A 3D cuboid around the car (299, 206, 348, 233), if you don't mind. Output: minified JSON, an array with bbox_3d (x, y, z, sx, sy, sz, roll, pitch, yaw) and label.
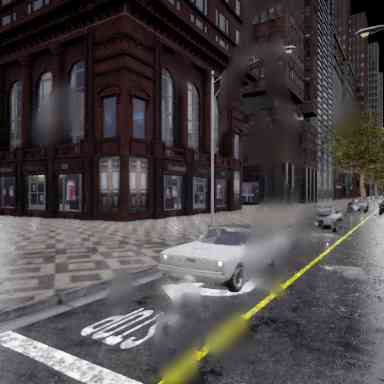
[{"bbox_3d":[7.915,1.580,20.122,1.994,1.385,4.181,0,0,32],"label":"car"}]

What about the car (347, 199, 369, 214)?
[{"bbox_3d":[18.423,1.532,36.837,2.128,1.511,4.902,0,0,32],"label":"car"}]

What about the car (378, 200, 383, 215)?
[{"bbox_3d":[19.981,1.544,33.518,1.837,1.490,4.892,0,0,32],"label":"car"}]

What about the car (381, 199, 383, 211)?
[{"bbox_3d":[25.447,1.608,42.381,2.033,1.411,5.357,0,0,32],"label":"car"}]

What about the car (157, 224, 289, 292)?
[{"bbox_3d":[1.117,1.605,9.238,1.895,1.301,4.718,0,0,32],"label":"car"}]
